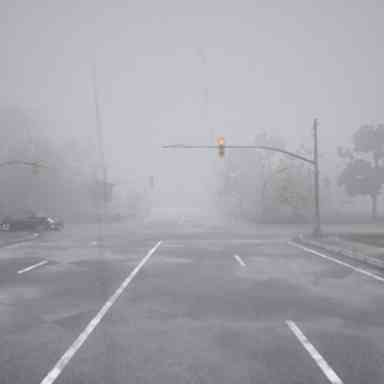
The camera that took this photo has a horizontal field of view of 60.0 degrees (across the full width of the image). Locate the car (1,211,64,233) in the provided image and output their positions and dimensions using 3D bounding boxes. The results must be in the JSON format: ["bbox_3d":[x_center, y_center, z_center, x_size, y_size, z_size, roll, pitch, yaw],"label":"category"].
[{"bbox_3d":[-12.842,2.297,26.989,4.553,1.767,2.097,0,-4,6],"label":"car"}]
